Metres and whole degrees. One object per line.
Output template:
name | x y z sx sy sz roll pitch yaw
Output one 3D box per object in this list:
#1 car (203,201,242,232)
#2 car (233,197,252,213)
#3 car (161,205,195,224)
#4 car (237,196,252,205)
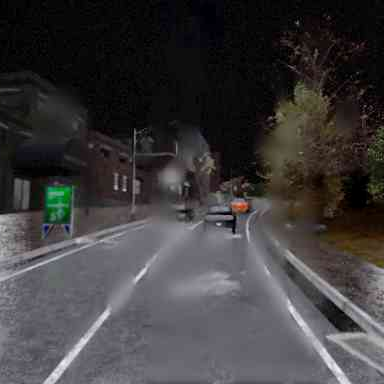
car | 1.816 1.535 20.448 2.128 1.511 4.902 -1 0 9
car | 5.586 1.405 37.802 2.097 1.767 4.553 -1 0 15
car | -1.028 1.671 25.762 1.994 1.385 4.181 -1 0 11
car | 10.447 1.652 65.507 2.128 1.511 4.902 -2 0 18
